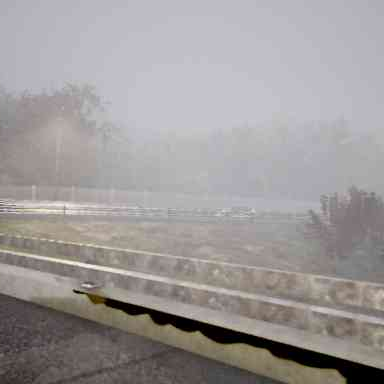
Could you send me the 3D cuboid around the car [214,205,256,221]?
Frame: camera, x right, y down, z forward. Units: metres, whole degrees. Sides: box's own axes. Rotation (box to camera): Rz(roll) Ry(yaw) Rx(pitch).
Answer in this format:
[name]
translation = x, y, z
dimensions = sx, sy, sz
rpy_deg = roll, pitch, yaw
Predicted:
[car]
translation = 5.592, 2.633, 42.796
dimensions = 5.566, 2.045, 2.150
rpy_deg = 4, -1, -24
